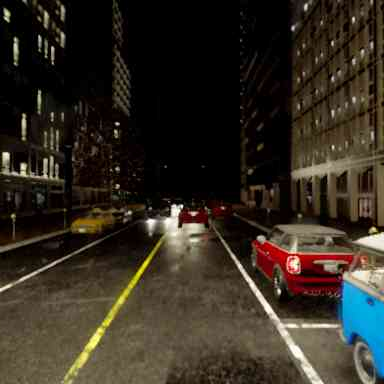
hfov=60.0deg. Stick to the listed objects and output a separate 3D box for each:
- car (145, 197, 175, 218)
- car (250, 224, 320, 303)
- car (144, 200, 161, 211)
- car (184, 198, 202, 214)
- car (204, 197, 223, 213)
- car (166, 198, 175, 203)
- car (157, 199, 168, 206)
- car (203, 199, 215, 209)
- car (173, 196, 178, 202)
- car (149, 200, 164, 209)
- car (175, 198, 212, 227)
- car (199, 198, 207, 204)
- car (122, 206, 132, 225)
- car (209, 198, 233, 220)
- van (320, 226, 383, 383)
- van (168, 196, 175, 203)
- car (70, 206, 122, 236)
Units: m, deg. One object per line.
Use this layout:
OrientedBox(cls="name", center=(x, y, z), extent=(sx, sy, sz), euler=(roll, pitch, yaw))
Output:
OrientedBox(cls="car", center=(-3.097, 1.609, 32.824), extent=(2.097, 1.767, 4.553), euler=(0, 0, 0))
OrientedBox(cls="car", center=(2.693, 1.509, 8.384), extent=(1.967, 1.590, 4.097), euler=(0, 0, 0))
OrientedBox(cls="car", center=(-5.689, 1.921, 48.239), extent=(2.008, 1.369, 4.403), euler=(0, 0, 0))
OrientedBox(cls="car", center=(0.098, 1.671, 41.333), extent=(2.097, 1.767, 4.553), euler=(0, -1, 0))
OrientedBox(cls="car", center=(2.693, 1.644, 42.537), extent=(2.192, 1.841, 5.009), euler=(0, 0, 0))
OrientedBox(cls="car", center=(-5.690, 2.190, 88.084), extent=(1.887, 1.381, 4.507), euler=(0, 0, 0))
OrientedBox(cls="car", center=(-5.689, 2.073, 65.314), extent=(1.802, 1.307, 4.206), euler=(0, 0, 0))
OrientedBox(cls="car", center=(2.691, 1.938, 54.089), extent=(1.752, 1.417, 4.829), euler=(0, 0, 0))
OrientedBox(cls="car", center=(-3.002, 2.087, 73.621), extent=(1.895, 1.301, 4.718), euler=(0, 0, 0))
OrientedBox(cls="car", center=(-5.690, 1.977, 53.932), extent=(1.947, 1.339, 4.313), euler=(0, 0, 0))
OrientedBox(cls="car", center=(0.099, 1.544, 24.294), extent=(2.097, 1.767, 4.553), euler=(0, 0, 0))
OrientedBox(cls="car", center=(2.690, 2.173, 82.379), extent=(1.947, 1.339, 4.313), euler=(0, 0, 0))
OrientedBox(cls="car", center=(-5.689, 1.752, 25.471), extent=(2.008, 1.369, 4.403), euler=(0, 0, 0))
OrientedBox(cls="car", center=(2.693, 1.559, 31.153), extent=(2.192, 1.841, 5.009), euler=(0, 0, 0))
OrientedBox(cls="van", center=(2.693, 1.364, 2.694), extent=(1.690, 1.788, 3.998), euler=(0, 0, 0))
OrientedBox(cls="van", center=(-5.690, 2.024, 93.778), extent=(1.690, 1.788, 3.998), euler=(0, 0, 0))
OrientedBox(cls="car", center=(-5.689, 1.682, 19.607), extent=(1.752, 1.417, 4.829), euler=(0, 0, 0))
